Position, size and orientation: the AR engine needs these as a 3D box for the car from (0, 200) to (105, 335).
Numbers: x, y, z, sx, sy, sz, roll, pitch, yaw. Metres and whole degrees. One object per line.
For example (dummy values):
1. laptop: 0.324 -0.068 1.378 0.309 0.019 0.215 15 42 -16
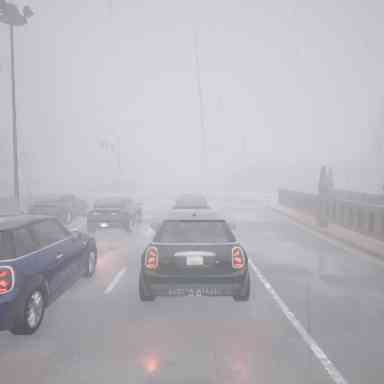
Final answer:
1. car: -3.451 1.232 6.688 2.097 1.767 4.553 0 2 -1

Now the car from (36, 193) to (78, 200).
1. car: -7.047 0.808 17.938 1.837 1.490 4.892 0 3 -1

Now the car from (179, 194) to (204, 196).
1. car: -0.040 0.820 17.357 1.882 1.535 5.008 0 3 0

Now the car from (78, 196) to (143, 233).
1. car: -3.532 0.937 15.776 1.837 1.490 4.892 0 3 0

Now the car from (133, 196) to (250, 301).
1. car: 0.037 1.184 8.126 2.097 1.767 4.553 0 2 0
